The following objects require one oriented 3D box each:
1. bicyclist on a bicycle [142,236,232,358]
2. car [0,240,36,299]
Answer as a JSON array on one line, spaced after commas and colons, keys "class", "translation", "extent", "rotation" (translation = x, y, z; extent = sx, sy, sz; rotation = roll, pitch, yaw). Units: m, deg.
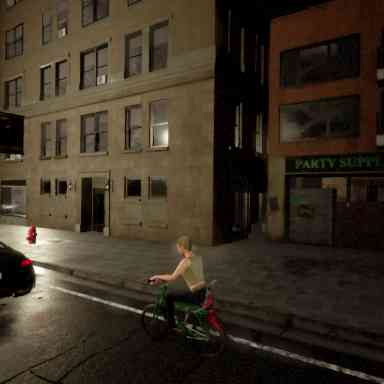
[{"class": "bicyclist on a bicycle", "translation": [-0.176, 1.436, 4.780], "extent": [1.509, 1.612, 0.866], "rotation": [0, 0, 35]}, {"class": "car", "translation": [-5.333, 1.562, 7.391], "extent": [4.181, 1.385, 1.994], "rotation": [0, 0, 36]}]
